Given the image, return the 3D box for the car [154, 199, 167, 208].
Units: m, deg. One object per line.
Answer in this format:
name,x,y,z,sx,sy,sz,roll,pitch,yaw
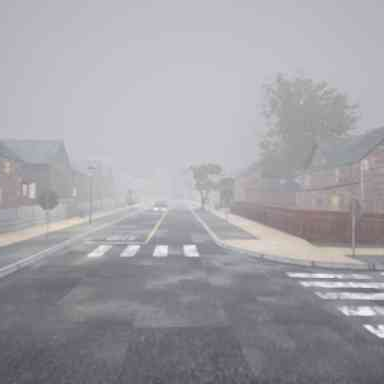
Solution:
car,-5.170,1.917,55.314,1.994,1.385,4.181,1,0,-2
